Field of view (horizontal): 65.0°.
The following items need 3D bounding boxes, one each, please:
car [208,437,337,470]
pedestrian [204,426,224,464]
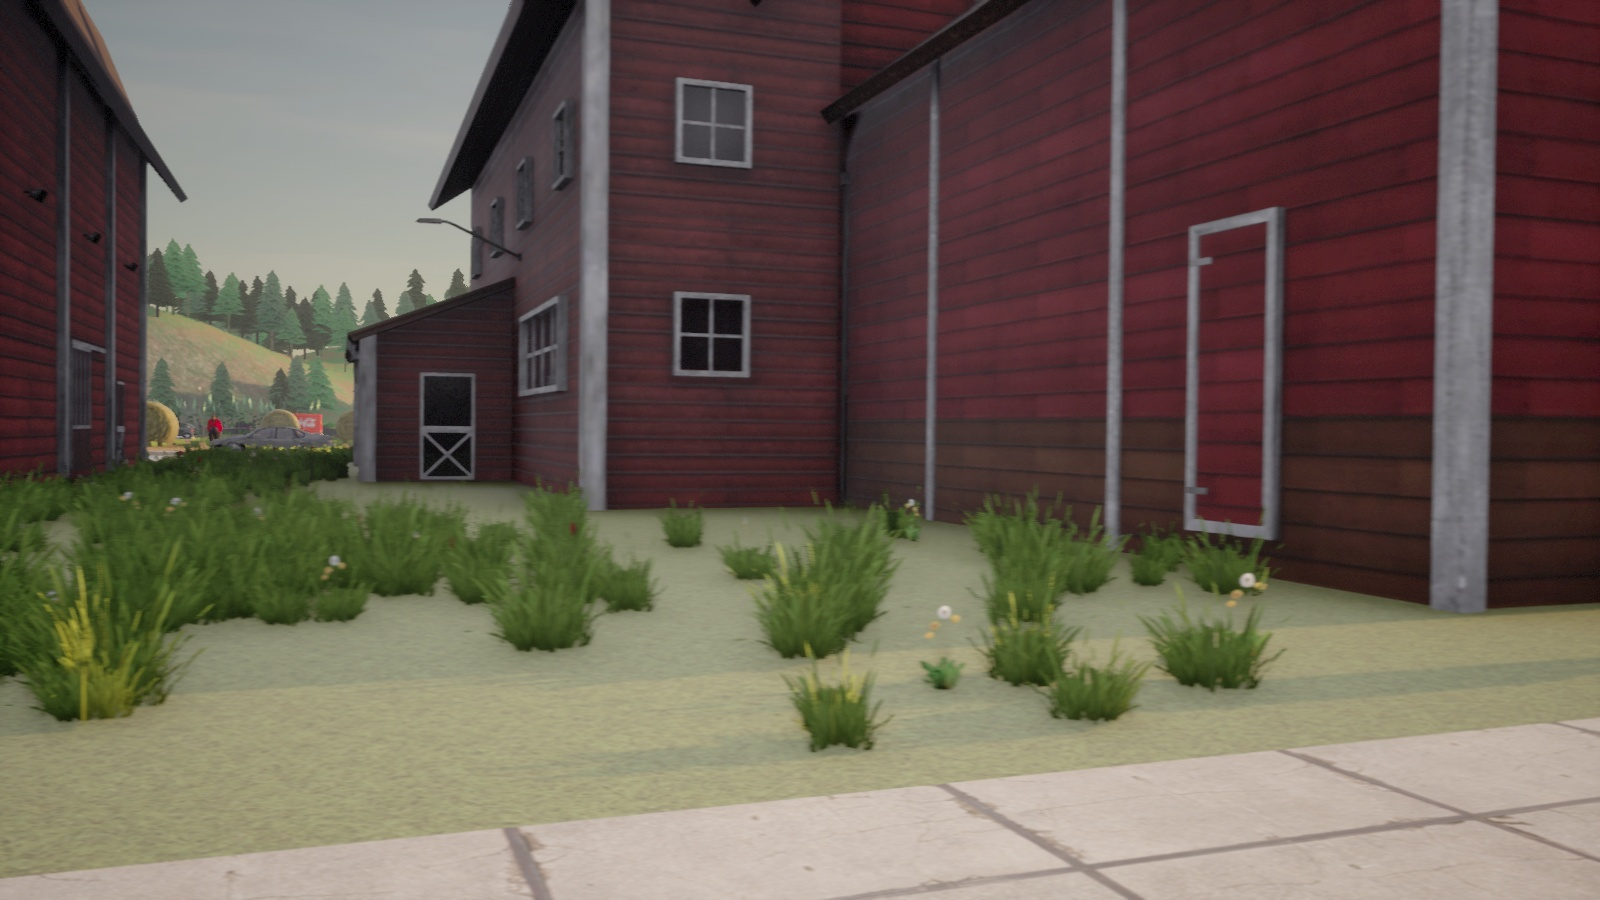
[{"bbox_3d":[-24.123,0.142,57.614,5.357,1.411,2.033,-1,1,-21],"label":"car"},{"bbox_3d":[-28.485,-0.253,61.069,0.634,1.844,0.899,-1,1,-8],"label":"pedestrian"}]
